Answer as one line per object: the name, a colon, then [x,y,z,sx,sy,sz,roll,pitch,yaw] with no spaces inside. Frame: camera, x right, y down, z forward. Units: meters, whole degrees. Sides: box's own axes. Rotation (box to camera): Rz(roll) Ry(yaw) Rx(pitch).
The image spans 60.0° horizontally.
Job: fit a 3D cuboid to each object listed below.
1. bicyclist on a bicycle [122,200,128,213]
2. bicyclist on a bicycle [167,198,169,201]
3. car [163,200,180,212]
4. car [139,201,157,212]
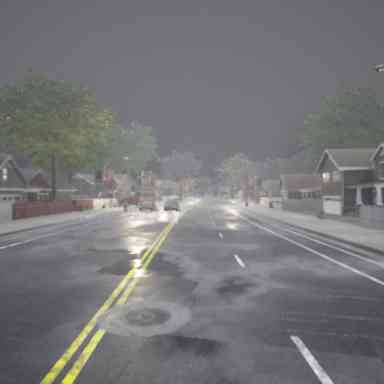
bicyclist on a bicycle: [-8.161,1.793,40.672,0.866,1.612,1.509,0,0,4]
bicyclist on a bicycle: [-5.476,2.024,76.400,0.582,1.620,1.656,0,0,7]
car: [-2.658,1.891,44.443,1.837,1.490,4.892,0,-1,3]
car: [-5.890,1.912,44.868,1.812,1.442,4.674,0,-1,3]
